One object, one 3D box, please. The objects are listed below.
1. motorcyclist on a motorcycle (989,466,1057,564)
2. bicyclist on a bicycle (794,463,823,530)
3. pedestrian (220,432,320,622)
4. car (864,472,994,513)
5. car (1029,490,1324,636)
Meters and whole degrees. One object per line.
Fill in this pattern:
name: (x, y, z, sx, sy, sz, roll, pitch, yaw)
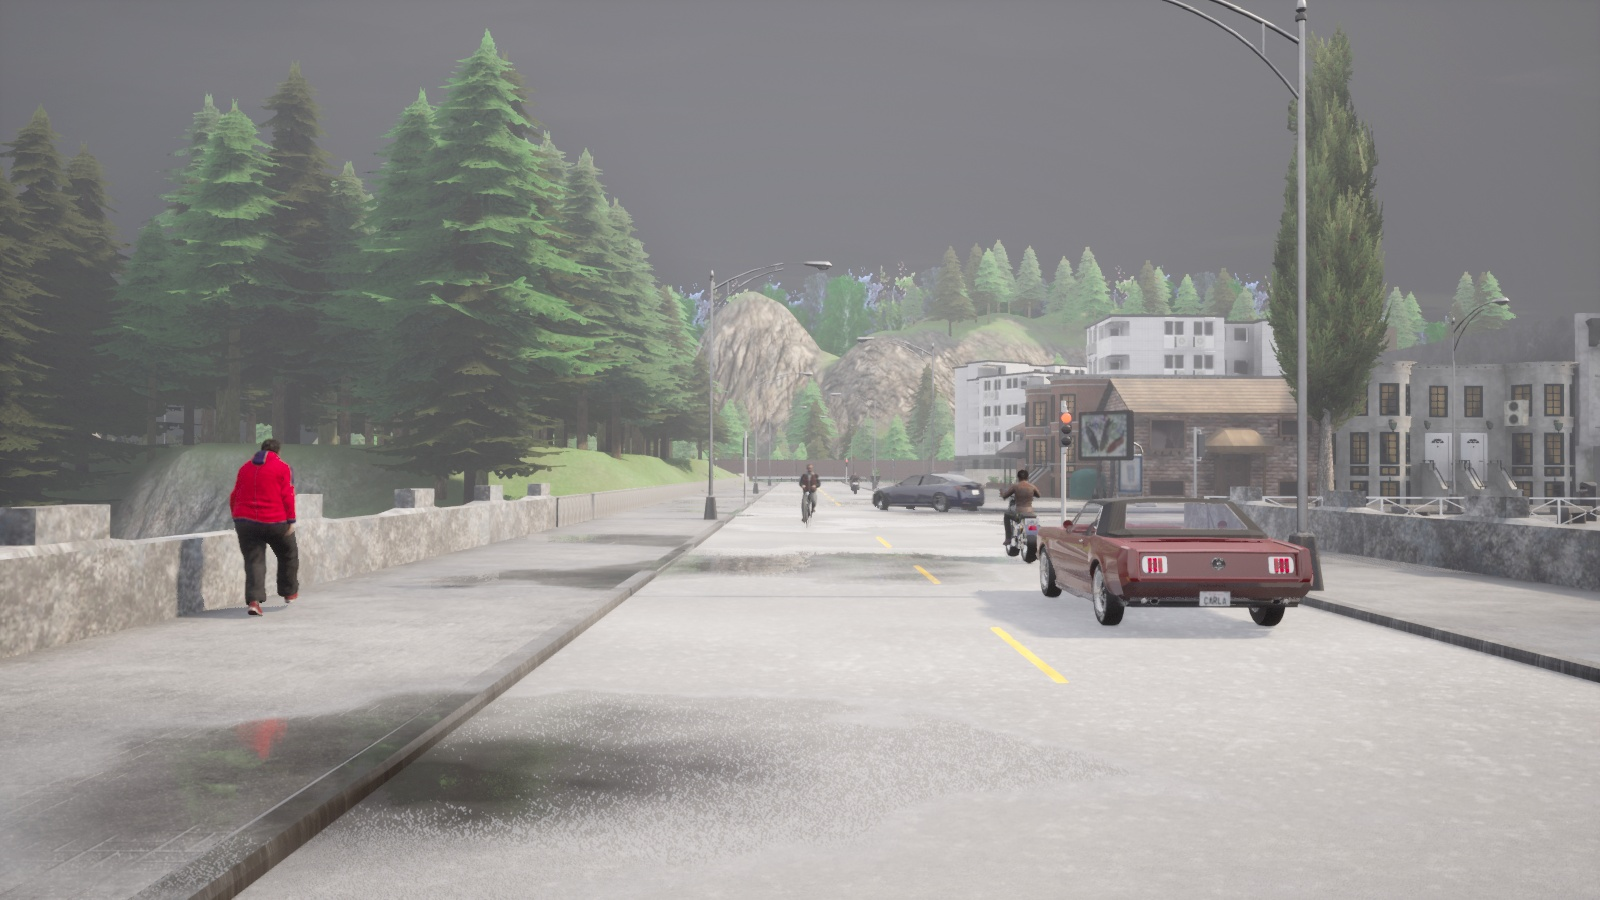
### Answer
motorcyclist on a motorcycle: (3.944, 1.124, 22.380, 0.766, 1.649, 2.350, 0, -1, 0)
bicyclist on a bicycle: (0.239, 1.258, 34.267, 0.659, 1.776, 1.843, 0, -1, 5)
pedestrian: (-5.336, 0.758, 12.682, 0.634, 1.844, 0.899, 0, -1, -1)
car: (4.968, 1.614, 48.980, 2.163, 1.488, 4.792, 1, -1, -43)
car: (3.964, 1.136, 14.161, 1.895, 1.301, 4.718, 0, -1, 0)
